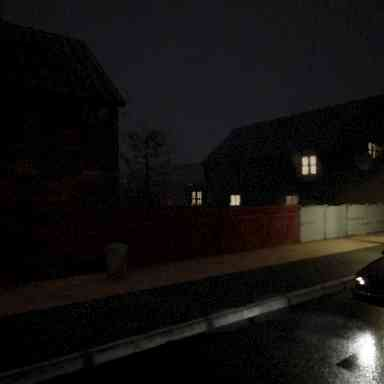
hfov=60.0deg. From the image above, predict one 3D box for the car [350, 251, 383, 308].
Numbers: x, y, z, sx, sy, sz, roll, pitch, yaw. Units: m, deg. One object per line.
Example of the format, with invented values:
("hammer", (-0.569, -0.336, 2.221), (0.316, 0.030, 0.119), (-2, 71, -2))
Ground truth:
("car", (5.583, 1.543, 7.058), (5.357, 1.411, 2.033), (0, 0, -36))
